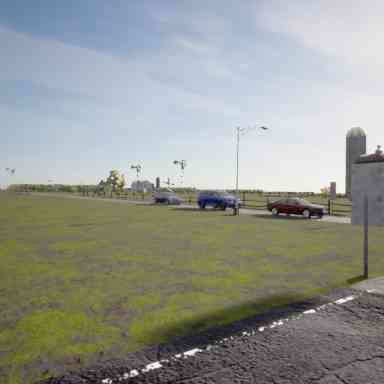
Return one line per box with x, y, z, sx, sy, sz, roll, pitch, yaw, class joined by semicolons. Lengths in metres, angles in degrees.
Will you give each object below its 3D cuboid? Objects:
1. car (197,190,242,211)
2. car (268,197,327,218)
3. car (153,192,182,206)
2.797;0.838;35.196;2.150;2.045;5.566;1;0;-36;car
8.546;1.234;27.282;1.882;1.535;5.008;1;0;-36;car
-3.159;0.826;43.391;2.097;1.767;4.553;1;0;-36;car
